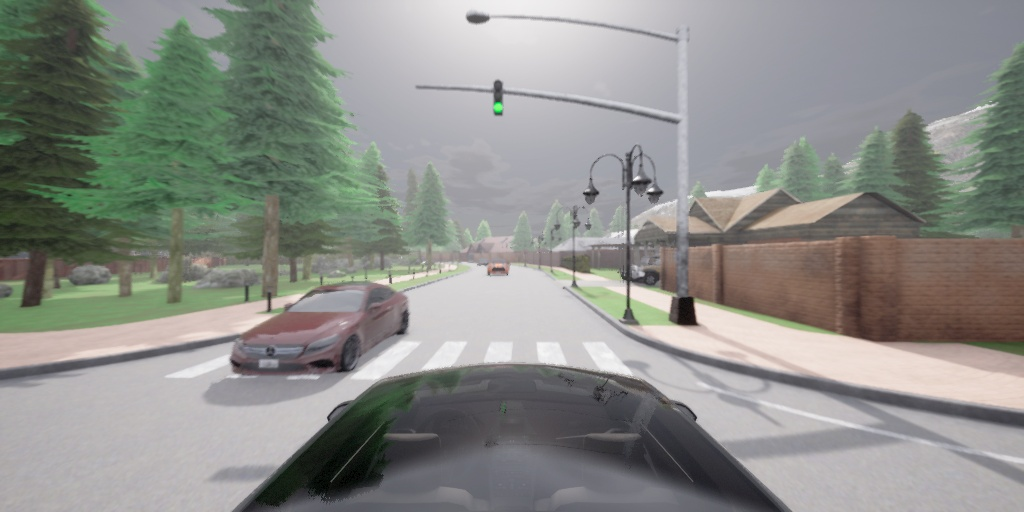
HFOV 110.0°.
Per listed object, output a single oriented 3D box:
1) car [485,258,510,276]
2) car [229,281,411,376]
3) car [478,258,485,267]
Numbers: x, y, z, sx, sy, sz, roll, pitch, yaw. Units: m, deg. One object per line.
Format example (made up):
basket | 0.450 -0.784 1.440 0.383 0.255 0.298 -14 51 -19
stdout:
car | -1.373 0.971 35.600 2.097 1.767 4.553 0 0 -3
car | -3.584 1.318 7.716 1.812 1.442 4.674 0 1 2
car | -4.977 1.144 64.041 1.837 1.490 4.892 0 2 -13
